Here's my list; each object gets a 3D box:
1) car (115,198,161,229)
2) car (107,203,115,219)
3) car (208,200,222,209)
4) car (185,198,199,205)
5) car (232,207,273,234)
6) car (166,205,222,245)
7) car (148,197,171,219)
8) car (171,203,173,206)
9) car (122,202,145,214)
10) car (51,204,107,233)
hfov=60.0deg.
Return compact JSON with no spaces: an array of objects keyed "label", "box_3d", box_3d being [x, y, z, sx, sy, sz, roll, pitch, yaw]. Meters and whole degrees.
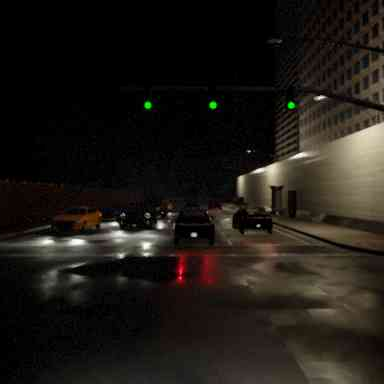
[{"label":"car","box_3d":[-3.600,1.521,23.021,2.097,1.767,4.553,0,0,0]},{"label":"car","box_3d":[-7.098,1.710,30.229,1.882,1.535,5.008,0,0,0]},{"label":"car","box_3d":[3.471,1.922,50.452,1.812,1.442,4.674,0,0,0]},{"label":"car","box_3d":[-0.029,1.751,50.400,2.097,1.767,4.553,0,0,0]},{"label":"car","box_3d":[3.588,1.632,20.325,2.128,1.511,4.902,0,0,0]},{"label":"car","box_3d":[0.090,1.599,16.259,2.128,1.511,4.902,0,-1,0]},{"label":"car","box_3d":[-3.581,1.472,32.611,2.150,2.045,5.566,0,0,0]},{"label":"car","box_3d":[-3.525,1.814,42.757,1.882,1.535,5.008,0,0,0]},{"label":"car","box_3d":[-7.024,1.920,40.391,1.895,1.301,4.718,0,0,0]},{"label":"car","box_3d":[-7.104,1.631,20.908,1.882,1.535,5.008,0,0,0]}]
